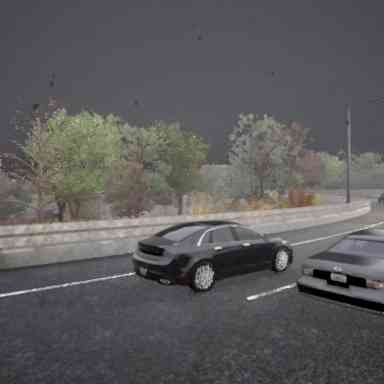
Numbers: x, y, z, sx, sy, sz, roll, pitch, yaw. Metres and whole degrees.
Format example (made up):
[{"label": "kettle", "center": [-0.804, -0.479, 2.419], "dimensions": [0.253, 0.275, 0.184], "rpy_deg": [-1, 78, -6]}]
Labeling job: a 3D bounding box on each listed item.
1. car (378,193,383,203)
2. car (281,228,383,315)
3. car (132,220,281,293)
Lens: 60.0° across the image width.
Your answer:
[{"label": "car", "center": [35.479, 1.093, 60.137], "dimensions": [2.150, 2.045, 5.566], "rpy_deg": [0, 0, 15]}, {"label": "car", "center": [4.491, 1.550, 7.467], "dimensions": [5.357, 1.411, 2.033], "rpy_deg": [0, 0, -40]}, {"label": "car", "center": [0.783, 1.522, 8.980], "dimensions": [4.892, 1.490, 1.837], "rpy_deg": [0, 0, -39]}]
